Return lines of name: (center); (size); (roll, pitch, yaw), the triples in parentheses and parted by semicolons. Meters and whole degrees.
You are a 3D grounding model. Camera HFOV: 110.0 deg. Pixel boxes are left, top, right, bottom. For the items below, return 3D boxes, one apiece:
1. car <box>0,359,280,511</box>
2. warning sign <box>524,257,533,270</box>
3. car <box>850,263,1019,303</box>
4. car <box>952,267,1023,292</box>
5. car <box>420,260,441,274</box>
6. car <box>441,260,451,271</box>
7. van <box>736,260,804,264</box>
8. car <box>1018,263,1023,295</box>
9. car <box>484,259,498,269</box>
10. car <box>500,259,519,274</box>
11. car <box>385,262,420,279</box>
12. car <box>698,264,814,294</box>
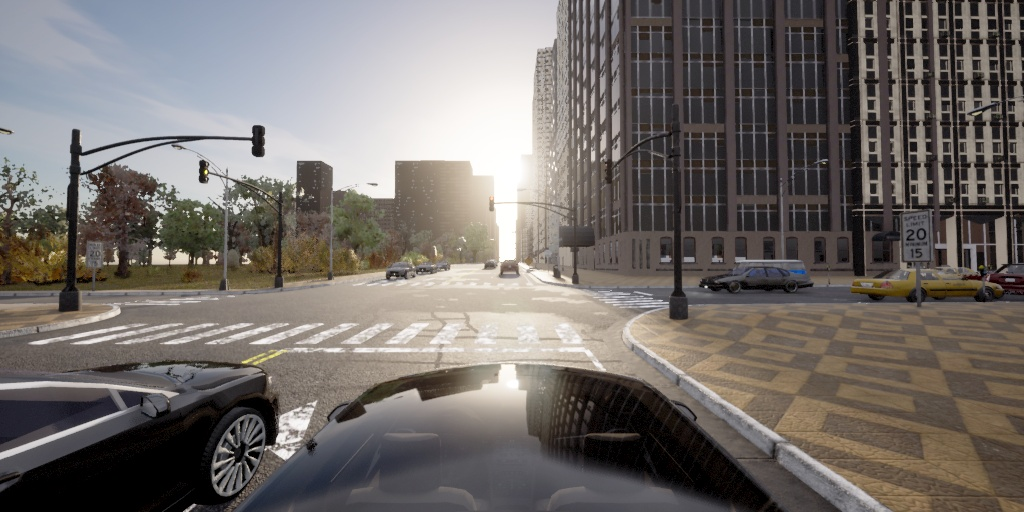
car: (-3.140, 1.242, 1.495); (2.128, 1.511, 4.902); (0, 0, -1)
warning sign: (2.395, 1.003, 50.903); (1.300, 1.860, 1.060); (0, 0, -1)
car: (16.215, 1.076, 14.073); (4.829, 1.417, 1.751); (0, 0, -1)
car: (27.743, 1.249, 19.754); (4.718, 1.301, 1.895); (0, -2, -1)
car: (-10.227, 1.416, 42.971); (1.994, 1.385, 4.181); (0, 0, 0)
car: (-10.320, 1.392, 53.195); (2.128, 1.511, 4.902); (0, 0, -1)
van: (15.759, 1.123, 22.087); (3.998, 1.789, 1.690); (0, 0, -1)
car: (21.628, 0.962, 14.190); (4.097, 1.591, 1.967); (0, 0, -1)
car: (-3.817, 1.461, 62.736); (1.837, 1.490, 4.892); (0, 0, -1)
car: (-0.284, 1.200, 42.540); (2.097, 1.767, 4.553); (0, 0, 0)
car: (-10.149, 1.321, 33.073); (1.837, 1.490, 4.892); (0, 0, -2)
car: (13.147, 1.269, 19.442); (5.357, 1.411, 2.033); (0, -2, -1)
